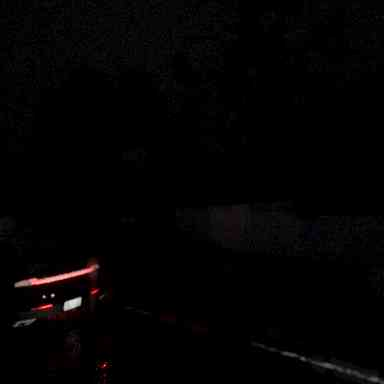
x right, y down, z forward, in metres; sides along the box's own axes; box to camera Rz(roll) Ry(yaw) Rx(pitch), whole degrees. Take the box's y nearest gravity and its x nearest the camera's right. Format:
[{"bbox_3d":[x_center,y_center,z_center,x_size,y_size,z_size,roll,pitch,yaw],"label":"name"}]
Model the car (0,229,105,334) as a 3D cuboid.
[{"bbox_3d":[-3.825,1.483,6.417,4.902,1.511,2.128,0,0,34],"label":"car"}]
